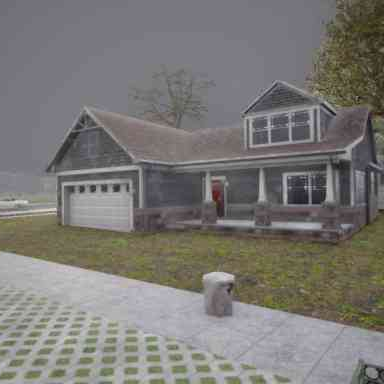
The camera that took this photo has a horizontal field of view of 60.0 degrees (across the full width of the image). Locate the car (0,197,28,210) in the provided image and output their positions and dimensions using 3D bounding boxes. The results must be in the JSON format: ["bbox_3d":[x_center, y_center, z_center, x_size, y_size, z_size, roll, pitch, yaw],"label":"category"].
[{"bbox_3d":[-18.407,1.173,31.726,1.895,1.301,4.718,-1,1,38],"label":"car"}]
